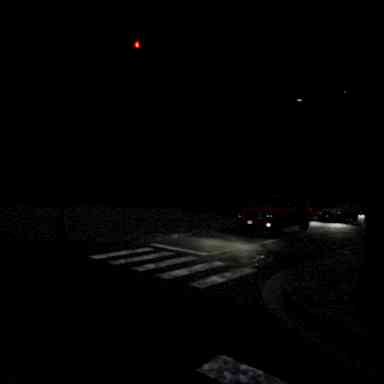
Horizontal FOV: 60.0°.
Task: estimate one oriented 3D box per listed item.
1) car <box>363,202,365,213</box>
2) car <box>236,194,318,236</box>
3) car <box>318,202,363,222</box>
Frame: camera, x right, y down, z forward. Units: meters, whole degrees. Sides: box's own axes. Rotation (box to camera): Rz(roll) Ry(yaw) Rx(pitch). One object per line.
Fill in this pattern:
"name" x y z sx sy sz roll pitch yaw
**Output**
"car" 18.159 1.534 33.090 1.994 1.385 4.181 1 1 43
"car" 4.722 1.155 18.553 2.150 2.045 5.566 1 1 42
"car" 11.354 1.476 25.740 1.812 1.442 4.674 1 1 43
